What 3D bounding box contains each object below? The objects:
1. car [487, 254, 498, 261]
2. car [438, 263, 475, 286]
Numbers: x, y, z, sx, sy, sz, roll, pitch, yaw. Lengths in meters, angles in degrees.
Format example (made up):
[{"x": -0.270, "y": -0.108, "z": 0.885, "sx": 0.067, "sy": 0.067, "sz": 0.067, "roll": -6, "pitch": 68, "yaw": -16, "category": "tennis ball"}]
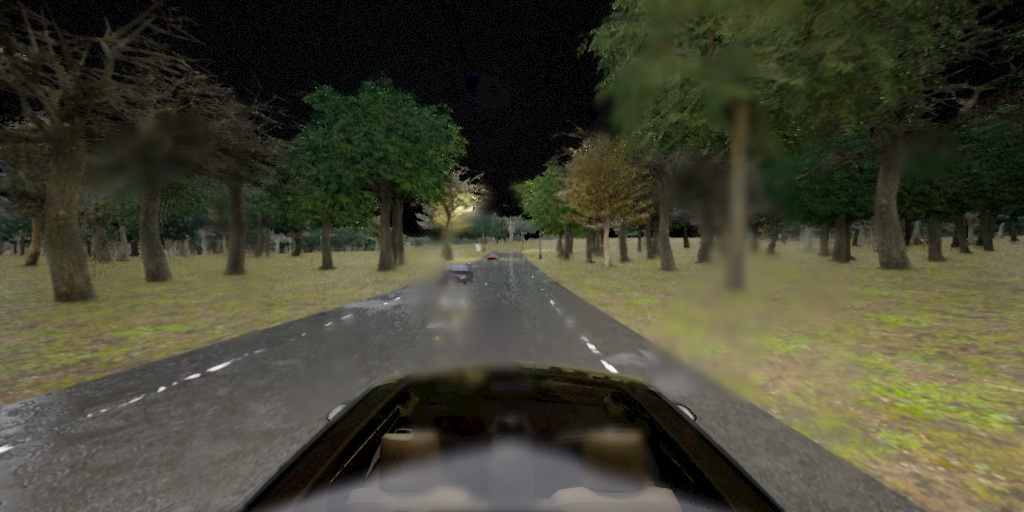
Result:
[{"x": -3.527, "y": 0.270, "z": 65.230, "sx": 1.895, "sy": 1.301, "sz": 4.718, "roll": 0, "pitch": 2, "yaw": 1, "category": "car"}, {"x": -3.604, "y": 1.197, "z": 24.255, "sx": 2.033, "sy": 1.411, "sz": 5.357, "roll": 0, "pitch": 1, "yaw": 0, "category": "car"}]
